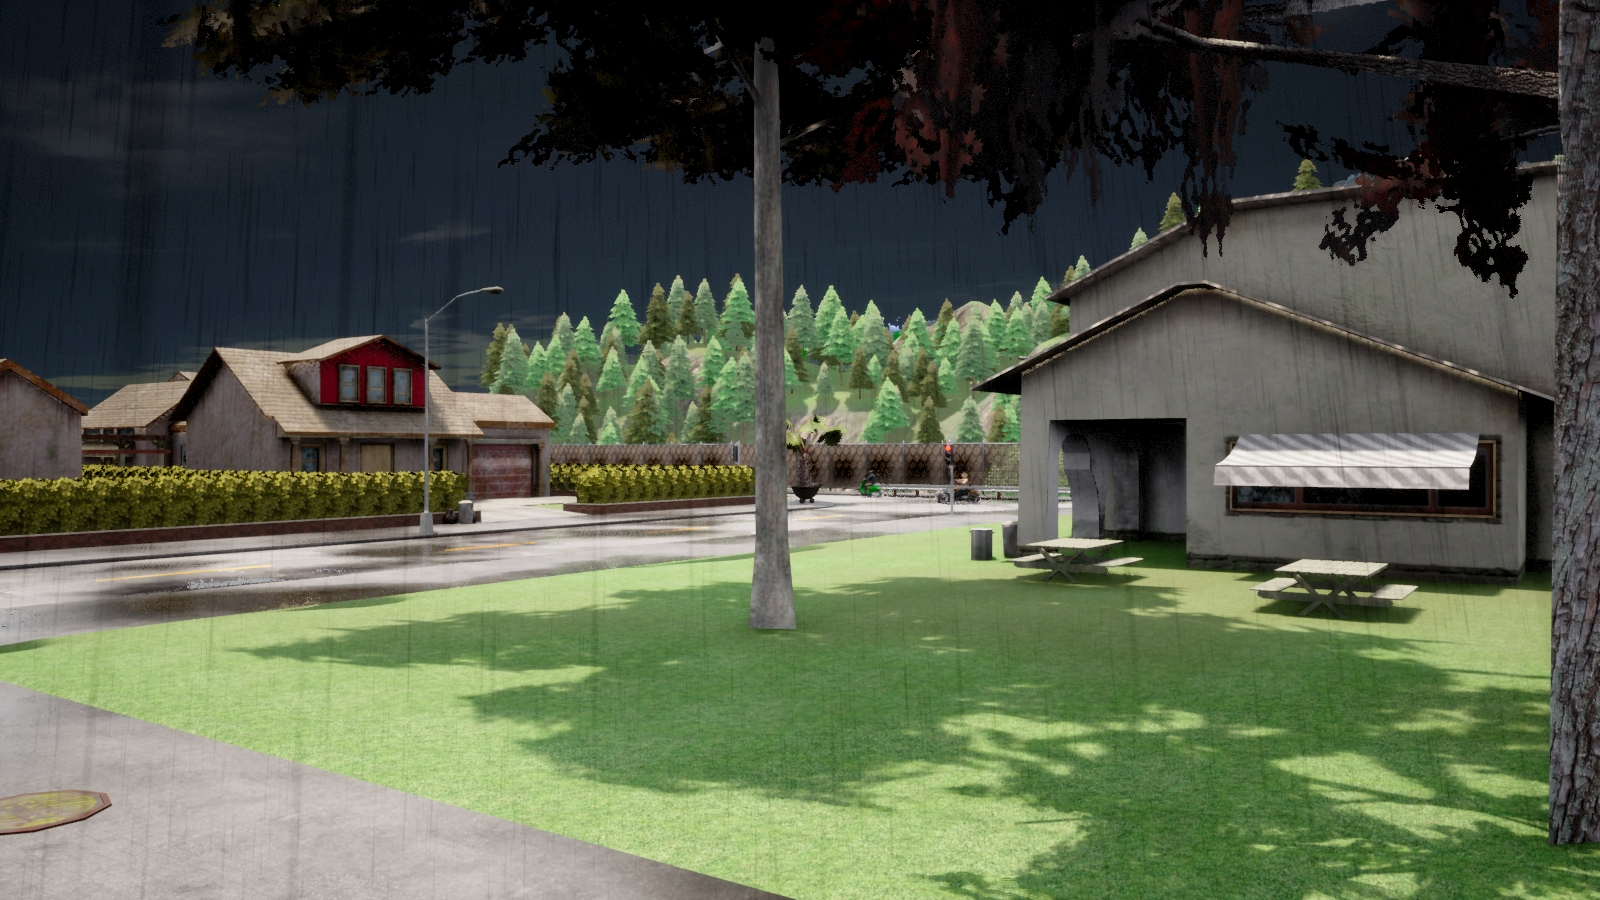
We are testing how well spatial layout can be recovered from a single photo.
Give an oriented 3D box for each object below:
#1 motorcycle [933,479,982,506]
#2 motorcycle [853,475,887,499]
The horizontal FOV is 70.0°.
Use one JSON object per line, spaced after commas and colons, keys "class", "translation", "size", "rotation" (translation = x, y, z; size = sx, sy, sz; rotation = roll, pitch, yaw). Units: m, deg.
{"class": "motorcycle", "translation": [8.058, 2.155, 58.389], "size": [2.356, 1.307, 0.764], "rotation": [0, 3, -18]}
{"class": "motorcycle", "translation": [4.100, 2.142, 66.772], "size": [1.805, 1.316, 0.856], "rotation": [0, 0, 35]}
